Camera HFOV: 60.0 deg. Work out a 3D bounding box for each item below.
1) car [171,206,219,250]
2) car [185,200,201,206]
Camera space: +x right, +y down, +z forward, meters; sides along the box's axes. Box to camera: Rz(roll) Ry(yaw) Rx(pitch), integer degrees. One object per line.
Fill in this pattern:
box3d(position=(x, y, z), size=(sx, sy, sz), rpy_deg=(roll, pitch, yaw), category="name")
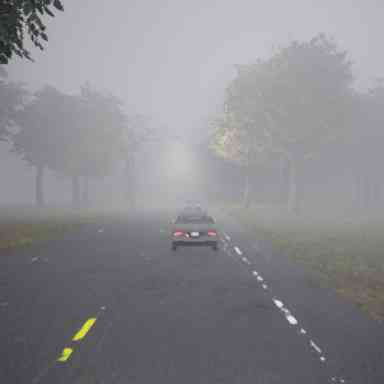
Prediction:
box3d(position=(0.104, 1.533, 14.277), size=(2.033, 1.411, 5.357), rpy_deg=(0, 0, 0), category="car")
box3d(position=(0.104, 1.553, 39.477), size=(1.895, 1.301, 4.718), rpy_deg=(0, 0, 0), category="car")
